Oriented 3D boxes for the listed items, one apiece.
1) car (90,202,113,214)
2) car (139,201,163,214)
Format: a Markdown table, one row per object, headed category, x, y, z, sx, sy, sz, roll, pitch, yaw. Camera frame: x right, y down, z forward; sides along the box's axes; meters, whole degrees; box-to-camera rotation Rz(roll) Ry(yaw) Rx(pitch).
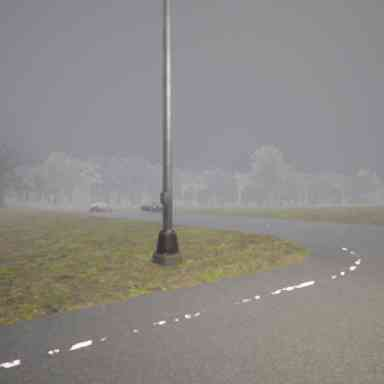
| category | x | y | z | sx | sy | sz | roll | pitch | yaw |
| --- | --- | --- | --- | --- | --- | --- | --- | --- | --- |
| car | -11.975 | 2.056 | 43.675 | 1.812 | 1.442 | 4.674 | 2 | -2 | -36 |
| car | -5.606 | 2.084 | 46.800 | 2.097 | 1.767 | 4.553 | 2 | -2 | -36 |
